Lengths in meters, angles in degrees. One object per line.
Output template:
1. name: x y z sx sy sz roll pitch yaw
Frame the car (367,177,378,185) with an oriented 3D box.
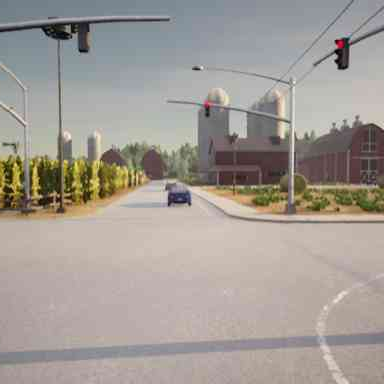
1. car: 42.364 -2.478 77.711 1.905 1.878 3.866 10 10 41

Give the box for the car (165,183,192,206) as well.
1. car: -1.114 0.292 27.793 1.882 1.535 5.008 0 3 -5

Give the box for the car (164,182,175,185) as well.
1. car: -3.344 -0.914 53.021 2.128 1.511 4.902 0 3 -5
